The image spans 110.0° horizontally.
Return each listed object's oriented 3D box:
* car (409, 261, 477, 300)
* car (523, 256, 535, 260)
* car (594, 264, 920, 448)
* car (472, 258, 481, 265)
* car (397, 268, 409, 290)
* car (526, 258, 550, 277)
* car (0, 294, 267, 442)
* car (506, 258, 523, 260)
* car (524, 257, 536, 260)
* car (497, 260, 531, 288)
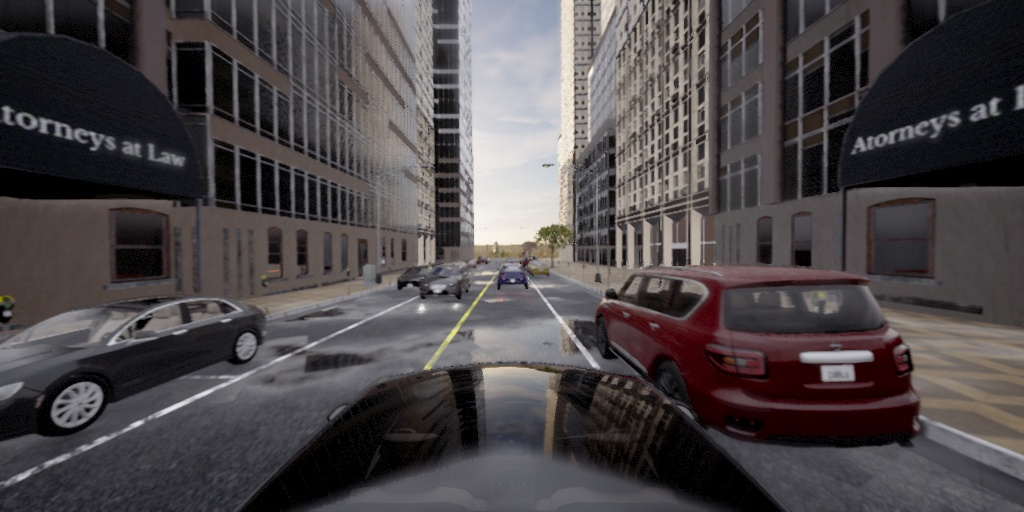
[{"bbox_3d":[-3.135,1.206,17.503,2.128,1.511,4.902,0,0,0],"label":"car"},{"bbox_3d":[2.513,0.858,50.741,2.192,1.841,5.009,0,0,0],"label":"car"},{"bbox_3d":[2.697,1.038,5.342,2.192,1.841,5.009,0,0,0],"label":"car"},{"bbox_3d":[-5.868,1.174,50.760,1.802,1.307,4.207,0,0,0],"label":"car"},{"bbox_3d":[-5.754,1.277,22.388,1.948,1.339,4.313,0,0,0],"label":"car"},{"bbox_3d":[2.581,1.142,33.886,1.751,1.417,4.829,0,0,0],"label":"car"},{"bbox_3d":[-5.685,1.322,5.365,2.007,1.370,4.403,0,0,0],"label":"car"},{"bbox_3d":[-0.056,1.080,43.998,2.128,1.511,4.902,0,0,0],"label":"car"},{"bbox_3d":[2.558,1.118,39.560,1.751,1.417,4.829,0,0,0],"label":"car"},{"bbox_3d":[0.027,1.202,22.701,1.812,1.442,4.674,0,0,0],"label":"car"}]
